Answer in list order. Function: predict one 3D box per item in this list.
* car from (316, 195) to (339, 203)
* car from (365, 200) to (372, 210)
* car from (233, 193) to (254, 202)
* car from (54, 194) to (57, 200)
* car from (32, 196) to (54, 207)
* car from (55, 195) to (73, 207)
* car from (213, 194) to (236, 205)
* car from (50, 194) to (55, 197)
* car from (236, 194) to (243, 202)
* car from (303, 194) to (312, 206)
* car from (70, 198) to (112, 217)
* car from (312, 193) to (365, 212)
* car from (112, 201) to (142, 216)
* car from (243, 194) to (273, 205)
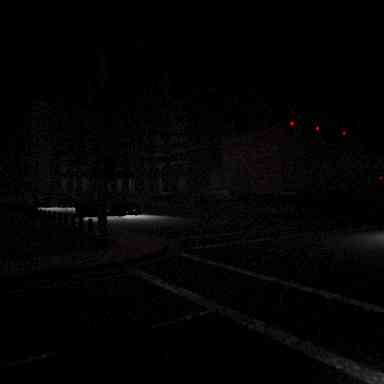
[{"bbox_3d":[27.036,1.432,66.330,1.784,1.438,3.905,0,0,-35],"label":"car"},{"bbox_3d":[18.755,1.199,39.060,1.905,1.878,3.866,0,0,-35],"label":"car"},{"bbox_3d":[11.409,1.212,73.809,1.932,1.855,4.605,0,0,-35],"label":"car"},{"bbox_3d":[-30.775,1.547,79.421,1.812,1.442,4.674,0,0,-35],"label":"car"},{"bbox_3d":[-22.639,1.612,49.879,1.895,1.301,4.718,0,0,-35],"label":"car"},{"bbox_3d":[-18.579,1.506,50.059,2.128,1.511,4.902,0,0,-35],"label":"car"},{"bbox_3d":[6.881,1.447,70.549,1.970,1.475,3.806,0,0,-35],"label":"car"},{"bbox_3d":[-36.557,1.370,87.543,2.097,1.767,4.553,0,0,-35],"label":"car"},{"bbox_3d":[9.246,1.419,72.219,1.784,1.438,3.905,0,0,-35],"label":"car"},{"bbox_3d":[24.633,1.218,64.712,1.932,1.855,4.605,0,0,-35],"label":"car"},{"bbox_3d":[-9.638,1.516,31.454,1.837,1.490,4.892,0,0,-35],"label":"car"},{"bbox_3d":[16.360,1.193,37.435,1.932,1.855,4.605,0,0,-35],"label":"car"},{"bbox_3d":[-6.627,1.579,33.259,1.994,1.385,4.181,0,0,-35],"label":"car"},{"bbox_3d":[10.885,1.441,54.887,1.970,1.475,3.806,0,0,-35],"label":"car"}]
